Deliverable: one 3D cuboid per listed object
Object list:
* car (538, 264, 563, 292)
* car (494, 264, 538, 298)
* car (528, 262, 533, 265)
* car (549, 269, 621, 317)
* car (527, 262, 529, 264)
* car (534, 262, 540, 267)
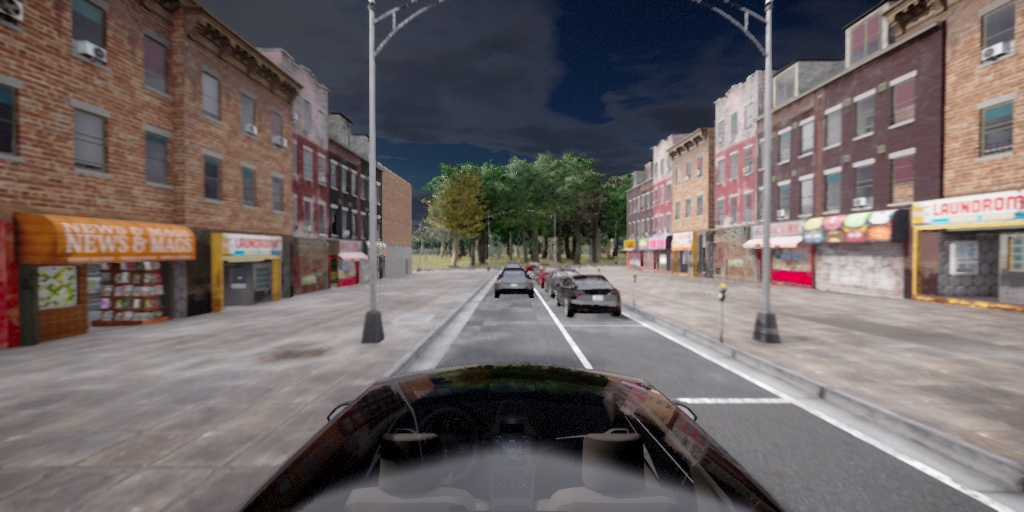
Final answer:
[{"bbox_3d":[2.643,1.316,18.440,2.007,1.370,4.403,0,0,0],"label":"car"},{"bbox_3d":[0.105,1.330,18.763,1.994,1.385,4.181,0,0,0],"label":"car"},{"bbox_3d":[2.647,1.333,29.253,2.007,1.370,4.403,0,0,0],"label":"car"},{"bbox_3d":[2.641,1.325,13.034,1.948,1.339,4.313,0,0,0],"label":"car"},{"bbox_3d":[2.652,1.363,45.472,1.888,1.381,4.507,0,0,0],"label":"car"},{"bbox_3d":[2.645,1.319,23.847,1.888,1.381,4.507,0,0,0],"label":"car"}]
